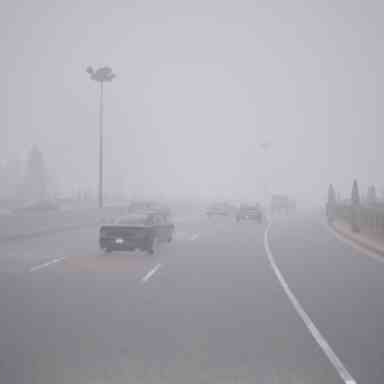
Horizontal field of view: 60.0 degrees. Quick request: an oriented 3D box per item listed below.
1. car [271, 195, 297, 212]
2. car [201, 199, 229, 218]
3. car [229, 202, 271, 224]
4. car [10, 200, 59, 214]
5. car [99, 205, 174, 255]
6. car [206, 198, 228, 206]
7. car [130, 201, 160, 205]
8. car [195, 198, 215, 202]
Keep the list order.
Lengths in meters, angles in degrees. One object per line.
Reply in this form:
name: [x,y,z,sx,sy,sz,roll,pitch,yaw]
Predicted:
car: [11.151,1.364,40.443,2.150,2.045,5.566,0,0,29]
car: [2.898,1.638,31.392,2.033,1.411,5.357,0,0,22]
car: [4.588,1.558,25.637,2.128,1.511,4.902,0,0,18]
car: [-15.355,1.558,32.663,1.882,1.535,5.008,0,0,19]
car: [-2.043,1.497,13.593,1.882,1.535,5.008,0,0,9]
car: [5.189,1.961,68.539,1.837,1.490,4.892,0,-1,41]
car: [-3.143,1.405,24.229,2.097,1.767,4.553,0,0,16]
car: [1.269,1.815,51.556,1.895,1.301,4.718,0,-1,33]
